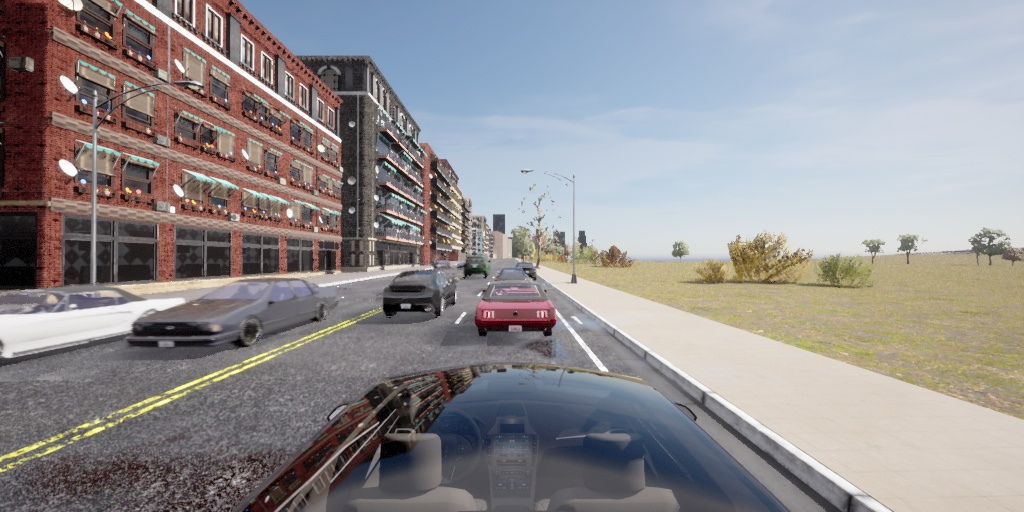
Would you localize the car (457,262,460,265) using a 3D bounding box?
[{"bbox_3d":[-6.744,1.300,51.762,2.033,1.411,5.357,0,0,0],"label":"car"}]

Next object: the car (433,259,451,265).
[{"bbox_3d":[-9.989,1.244,51.351,2.128,1.511,4.902,0,0,0],"label":"car"}]

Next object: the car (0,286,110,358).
[{"bbox_3d":[-9.867,1.352,7.537,1.895,1.301,4.718,0,0,0],"label":"car"}]

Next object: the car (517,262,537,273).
[{"bbox_3d":[1.054,1.259,30.347,1.837,1.490,4.892,0,0,0],"label":"car"}]

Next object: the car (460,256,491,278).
[{"bbox_3d":[-3.244,0.977,33.875,2.150,2.045,5.566,0,0,0],"label":"car"}]

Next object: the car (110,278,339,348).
[{"bbox_3d":[-6.623,1.298,9.521,2.033,1.411,5.357,0,0,0],"label":"car"}]

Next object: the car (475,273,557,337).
[{"bbox_3d":[0.076,1.352,10.322,1.895,1.301,4.718,0,0,0],"label":"car"}]

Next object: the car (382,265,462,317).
[{"bbox_3d":[-3.184,1.256,13.135,1.837,1.490,4.892,0,0,0],"label":"car"}]

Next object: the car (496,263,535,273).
[{"bbox_3d":[0.037,1.317,20.353,1.994,1.385,4.181,0,0,0],"label":"car"}]
